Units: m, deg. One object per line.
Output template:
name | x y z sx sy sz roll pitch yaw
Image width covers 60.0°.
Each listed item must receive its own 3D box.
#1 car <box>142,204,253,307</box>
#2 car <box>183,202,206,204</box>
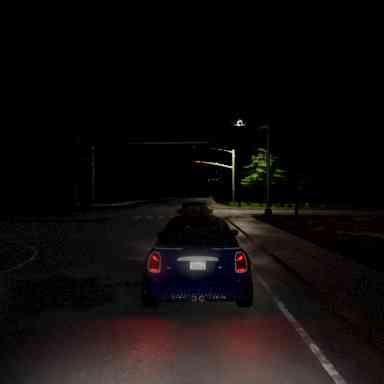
car | 0.106 1.346 8.115 2.097 1.767 4.553 0 0 0
car | 0.116 1.335 18.237 2.097 1.767 4.553 0 0 0
